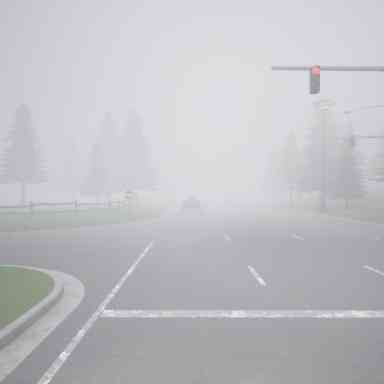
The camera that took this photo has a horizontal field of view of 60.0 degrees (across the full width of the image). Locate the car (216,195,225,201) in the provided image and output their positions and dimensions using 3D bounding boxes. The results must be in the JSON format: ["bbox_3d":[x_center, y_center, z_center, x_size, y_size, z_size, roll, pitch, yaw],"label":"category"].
[{"bbox_3d":[6.920,1.385,80.783,1.994,1.385,4.181,0,0,0],"label":"car"}]

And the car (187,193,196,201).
[{"bbox_3d":[-0.080,1.188,80.746,2.097,1.767,4.553,0,0,0],"label":"car"}]

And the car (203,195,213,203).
[{"bbox_3d":[3.430,1.545,70.777,1.994,1.385,4.181,0,0,0],"label":"car"}]

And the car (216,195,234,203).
[{"bbox_3d":[6.930,1.531,70.364,2.033,1.411,5.357,0,0,0],"label":"car"}]

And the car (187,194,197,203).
[{"bbox_3d":[-0.070,1.348,70.743,2.097,1.767,4.553,0,0,0],"label":"car"}]

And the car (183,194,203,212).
[{"bbox_3d":[-0.039,1.352,39.706,2.097,1.767,4.553,0,0,0],"label":"car"}]

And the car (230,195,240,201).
[{"bbox_3d":[10.420,1.385,80.787,1.994,1.385,4.181,0,0,0],"label":"car"}]

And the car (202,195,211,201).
[{"bbox_3d":[3.420,1.428,80.810,1.895,1.301,4.718,0,0,0],"label":"car"}]

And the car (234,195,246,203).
[{"bbox_3d":[10.430,1.517,70.784,1.812,1.442,4.674,0,0,0],"label":"car"}]
